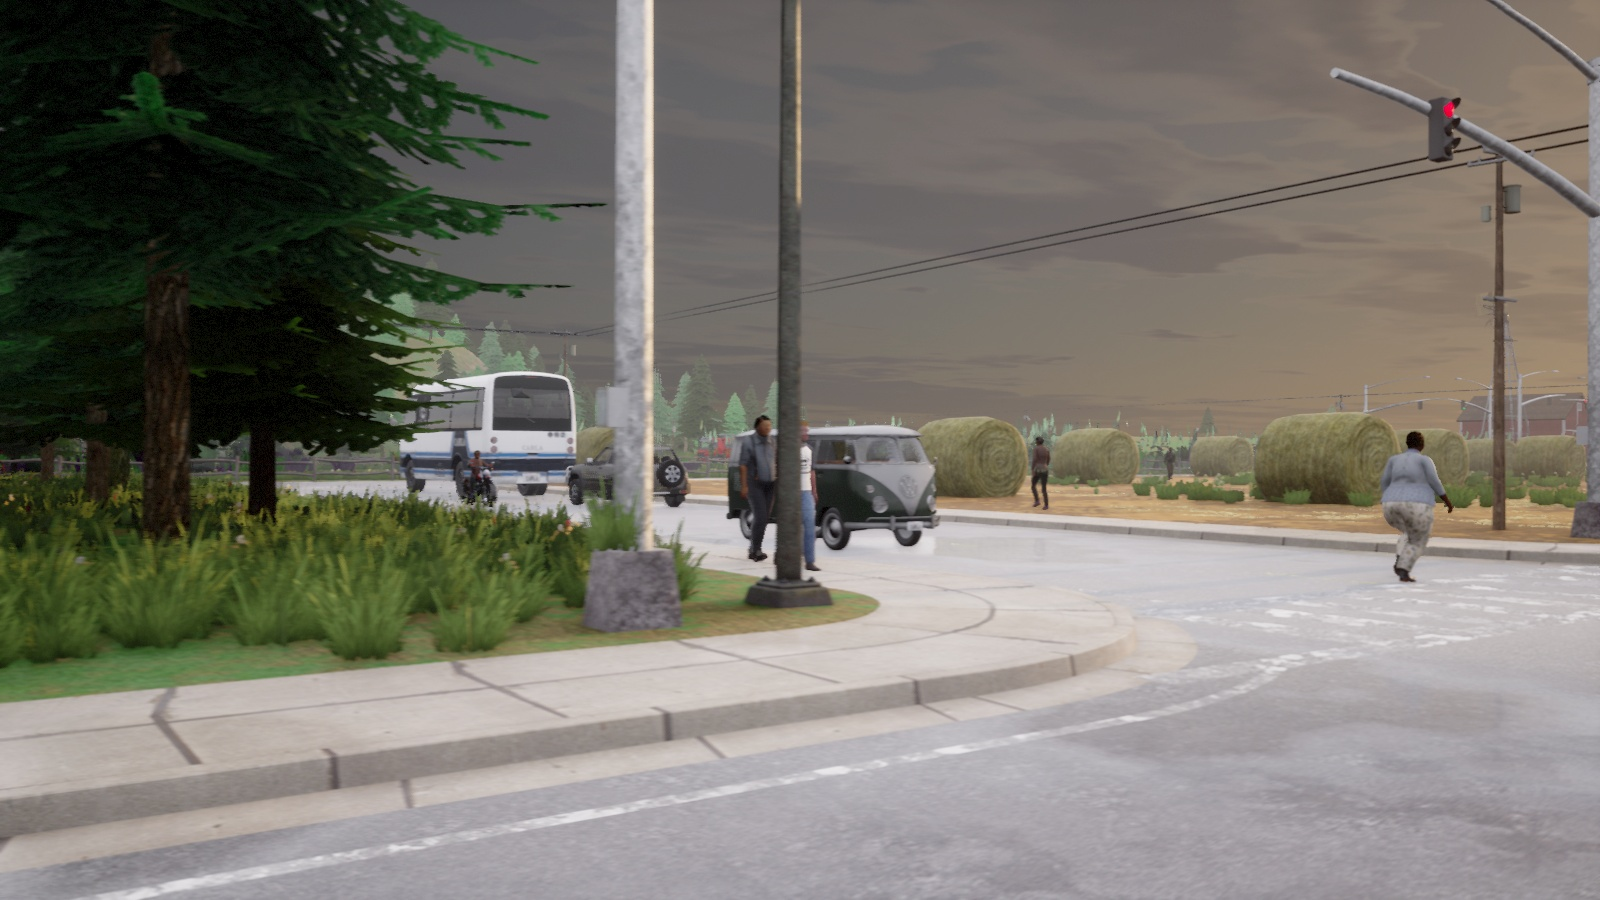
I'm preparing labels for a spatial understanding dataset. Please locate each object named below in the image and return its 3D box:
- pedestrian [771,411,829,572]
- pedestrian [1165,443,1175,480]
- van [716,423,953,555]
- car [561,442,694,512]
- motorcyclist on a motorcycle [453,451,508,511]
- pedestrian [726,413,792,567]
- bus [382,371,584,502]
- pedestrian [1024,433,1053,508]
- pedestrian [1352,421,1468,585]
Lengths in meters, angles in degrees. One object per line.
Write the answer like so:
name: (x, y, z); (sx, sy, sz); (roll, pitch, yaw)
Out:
pedestrian: (-0.006, 0.476, 14.782); (0.354, 1.836, 0.706); (0, 0, -34)
pedestrian: (19.176, 0.592, 65.122); (0.395, 1.930, 0.692); (0, 0, 9)
van: (0.462, 0.595, 21.331); (1.775, 1.987, 4.442); (0, 0, -34)
car: (-4.995, 0.714, 35.773); (1.932, 1.855, 4.605); (0, 0, -34)
motorcyclist on a motorcycle: (-9.084, 0.848, 35.588); (0.766, 1.649, 2.350); (0, 0, -34)
pedestrian: (-0.508, 0.479, 15.493); (0.540, 1.848, 0.694); (0, 0, -33)
bus: (-11.880, -0.441, 46.059); (3.944, 4.253, 10.273); (0, 0, -34)
pedestrian: (5.833, 0.506, 30.694); (0.328, 1.805, 0.869); (0, 0, -16)
pedestrian: (7.176, 0.601, 14.791); (0.900, 1.855, 0.874); (0, 0, -32)
